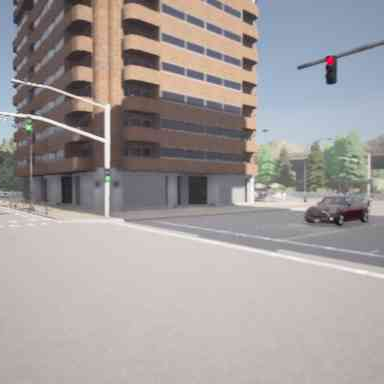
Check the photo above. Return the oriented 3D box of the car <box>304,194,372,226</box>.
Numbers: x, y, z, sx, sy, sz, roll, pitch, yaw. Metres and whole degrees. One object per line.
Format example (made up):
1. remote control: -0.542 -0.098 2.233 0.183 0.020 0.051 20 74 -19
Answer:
1. car: 8.854 1.018 20.344 4.553 1.767 2.097 -1 1 -38

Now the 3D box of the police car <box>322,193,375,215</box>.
1. police car: 13.355 0.964 28.288 5.238 1.638 1.930 -1 1 -38
